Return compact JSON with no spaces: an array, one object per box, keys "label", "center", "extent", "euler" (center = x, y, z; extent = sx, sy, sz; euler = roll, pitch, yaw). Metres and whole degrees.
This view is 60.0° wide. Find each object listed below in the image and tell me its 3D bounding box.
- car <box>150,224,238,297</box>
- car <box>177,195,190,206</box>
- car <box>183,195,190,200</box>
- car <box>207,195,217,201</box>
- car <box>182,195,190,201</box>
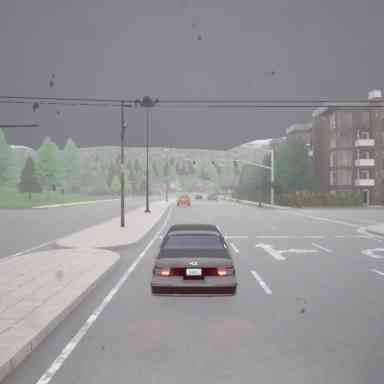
[{"label":"car","center":[0.042,1.547,8.758],"extent":[2.033,1.411,5.357],"euler":[0,0,0]},{"label":"car","center":[-1.358,1.352,54.503],"extent":[2.097,1.767,4.553],"euler":[0,0,-1]},{"label":"car","center":[-1.546,1.571,95.643],"extent":[1.895,1.301,4.718],"euler":[0,0,0]},{"label":"car","center":[5.478,1.539,85.374],"extent":[2.033,1.411,5.357],"euler":[0,0,0]},{"label":"car","center":[-1.522,1.523,85.328],"extent":[1.812,1.442,4.674],"euler":[0,0,0]}]
